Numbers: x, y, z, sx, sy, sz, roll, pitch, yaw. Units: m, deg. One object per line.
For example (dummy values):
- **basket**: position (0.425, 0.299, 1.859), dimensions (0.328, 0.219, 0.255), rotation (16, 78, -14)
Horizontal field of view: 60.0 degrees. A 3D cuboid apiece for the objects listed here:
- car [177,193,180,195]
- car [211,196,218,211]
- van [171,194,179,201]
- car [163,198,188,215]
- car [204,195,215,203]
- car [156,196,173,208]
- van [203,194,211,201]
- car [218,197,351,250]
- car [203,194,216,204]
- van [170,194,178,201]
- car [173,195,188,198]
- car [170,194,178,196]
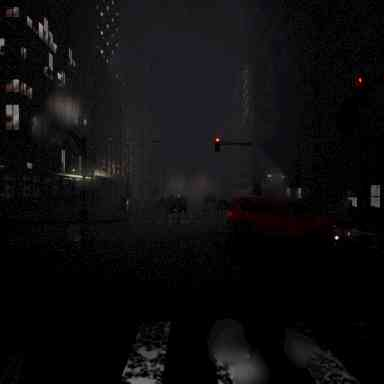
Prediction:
- **car**: position (-1.688, 1.506, 67.518), dimensions (1.882, 1.535, 5.008), rotation (0, 0, 0)
- **car**: position (3.840, 1.579, 41.762), dimensions (1.947, 1.339, 4.313), rotation (0, 0, 0)
- **van**: position (-4.369, 1.314, 85.931), dimensions (1.690, 1.788, 3.998), rotation (0, 0, 0)
- **car**: position (-1.574, 1.580, 34.046), dimensions (1.994, 1.385, 4.181), rotation (0, 0, 0)
- **car**: position (3.616, 1.431, 69.399), dimensions (1.967, 1.590, 4.097), rotation (0, 0, 0)
- **car**: position (-4.125, 1.592, 47.239), dimensions (1.802, 1.307, 4.206), rotation (0, 0, 0)
- **van**: position (3.546, 1.320, 80.454), dimensions (1.690, 1.788, 3.998), rotation (0, 0, 0)
- **car**: position (4.276, 1.302, 15.455), dimensions (5.566, 2.045, 2.150), rotation (2, 2, 36)
- **car**: position (3.651, 1.312, 63.871), dimensions (2.192, 1.841, 5.009), rotation (0, 0, 0)
- **van**: position (-4.334, 1.320, 80.404), dimensions (1.690, 1.788, 3.998), rotation (0, 0, 0)
- **car**: position (-1.666, 1.534, 49.385), dimensions (1.812, 1.442, 4.674), rotation (0, 0, 0)
- **car**: position (-4.229, 1.563, 63.821), dimensions (1.947, 1.339, 4.313), rotation (0, 0, 0)
